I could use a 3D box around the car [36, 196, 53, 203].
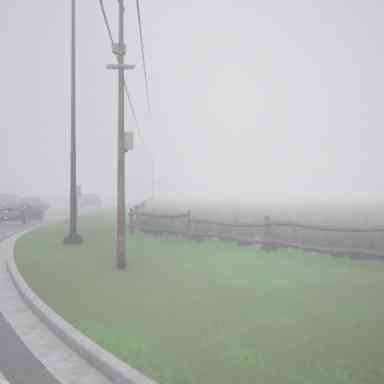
[{"bbox_3d":[-30.931,1.520,69.785,1.812,1.442,4.674,0,0,-6],"label":"car"}]

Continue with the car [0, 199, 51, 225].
[{"bbox_3d":[-12.283,1.490,24.036,2.128,1.511,4.902,0,0,-6],"label":"car"}]

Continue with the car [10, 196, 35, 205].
[{"bbox_3d":[-29.725,1.486,58.493,2.128,1.511,4.902,0,0,-6],"label":"car"}]

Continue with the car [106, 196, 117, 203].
[{"bbox_3d":[-16.921,1.552,70.667,1.994,1.385,4.181,0,0,-6],"label":"car"}]

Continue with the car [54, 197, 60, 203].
[{"bbox_3d":[-27.381,1.591,69.467,1.895,1.301,4.718,0,0,-6],"label":"car"}]

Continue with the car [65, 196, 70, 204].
[{"bbox_3d":[-18.820,1.544,54.909,2.033,1.411,5.357,0,0,-6],"label":"car"}]

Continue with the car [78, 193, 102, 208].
[{"bbox_3d":[-14.701,1.218,48.725,2.150,2.045,5.566,0,0,-6],"label":"car"}]

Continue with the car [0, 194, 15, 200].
[{"bbox_3d":[-20.557,1.348,36.721,2.097,1.767,4.553,0,0,-6],"label":"car"}]

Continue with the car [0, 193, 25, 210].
[{"bbox_3d":[-24.893,1.219,45.065,2.150,2.045,5.566,0,0,-6],"label":"car"}]

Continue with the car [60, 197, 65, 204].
[{"bbox_3d":[-23.179,1.522,63.468,1.812,1.442,4.674,0,0,-6],"label":"car"}]

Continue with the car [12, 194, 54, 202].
[{"bbox_3d":[-16.936,1.351,35.648,2.097,1.767,4.553,0,0,-6],"label":"car"}]
